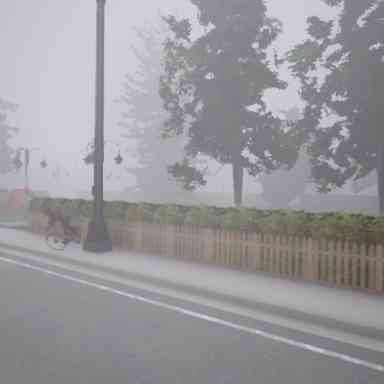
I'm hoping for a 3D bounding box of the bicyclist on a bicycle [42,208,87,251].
[{"bbox_3d":[-4.416,1.194,11.202,0.582,1.620,1.656,-43,-15,25],"label":"bicyclist on a bicycle"}]
